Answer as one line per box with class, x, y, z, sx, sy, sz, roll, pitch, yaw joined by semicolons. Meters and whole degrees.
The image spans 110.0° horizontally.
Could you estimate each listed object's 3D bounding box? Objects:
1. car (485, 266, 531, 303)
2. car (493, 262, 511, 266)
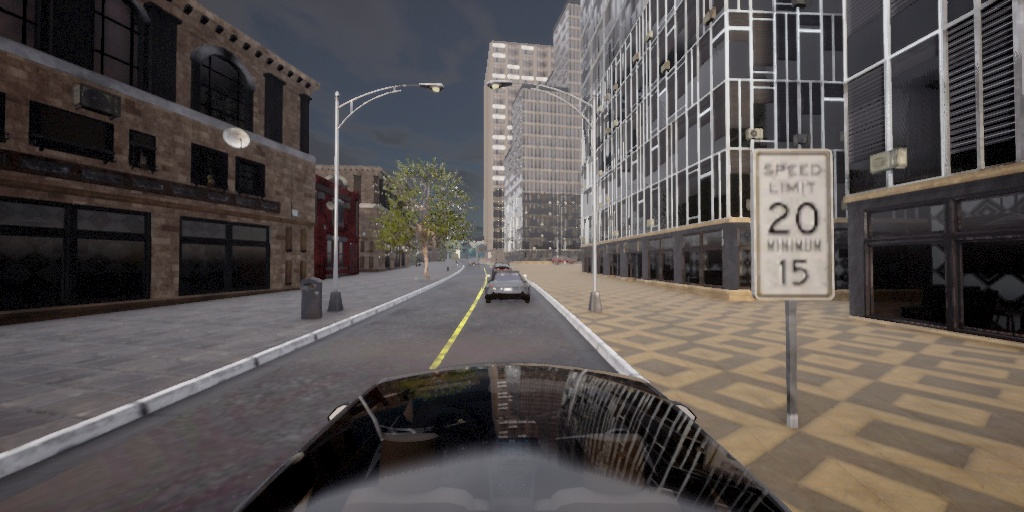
car;-0.225;1.325;16.543;1.994;1.385;4.181;0;0;-2
car;-0.902;1.273;31.570;1.837;1.490;4.892;0;0;-3
